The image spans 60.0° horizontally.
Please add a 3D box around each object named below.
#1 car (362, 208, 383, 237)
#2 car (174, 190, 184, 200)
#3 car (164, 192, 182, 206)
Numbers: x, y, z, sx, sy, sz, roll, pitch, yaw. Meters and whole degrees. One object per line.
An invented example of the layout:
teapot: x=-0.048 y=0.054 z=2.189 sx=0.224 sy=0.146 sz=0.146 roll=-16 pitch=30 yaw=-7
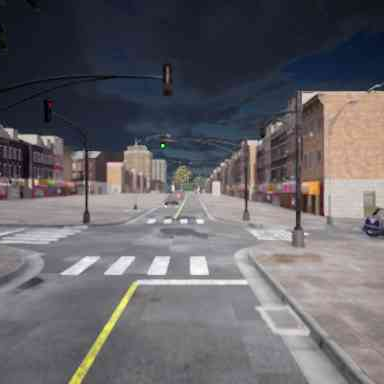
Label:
car: x=11.386 y=1.590 z=17.088 sx=4.553 sy=1.767 sz=2.097 roll=1 pitch=0 yaw=0
car: x=-2.755 y=0.623 z=66.000 sx=2.150 sy=2.045 sz=5.566 roll=0 pitch=1 yaw=0
car: x=-2.838 y=1.102 z=47.099 sx=1.837 sy=1.490 sz=4.892 roll=0 pitch=1 yaw=0
